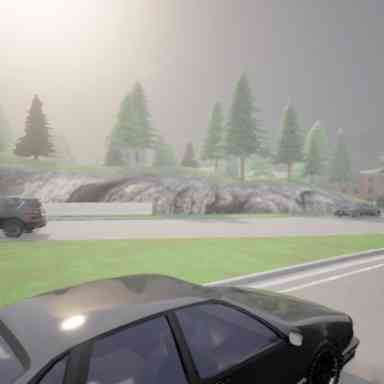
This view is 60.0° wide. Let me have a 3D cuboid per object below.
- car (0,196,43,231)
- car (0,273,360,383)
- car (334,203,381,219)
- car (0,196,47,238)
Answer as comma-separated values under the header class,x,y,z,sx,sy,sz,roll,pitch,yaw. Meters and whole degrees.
class,x,y,z,sx,sy,sz,roll,pitch,yaw
car,-12.461,1.287,20.584,5.566,2.045,2.150,0,0,-8
car,-0.431,1.558,3.079,5.357,1.411,2.033,0,0,-41
car,15.012,1.665,30.222,4.181,1.385,1.994,0,0,-23
car,-10.552,1.276,17.283,5.566,2.045,2.150,0,0,-8
